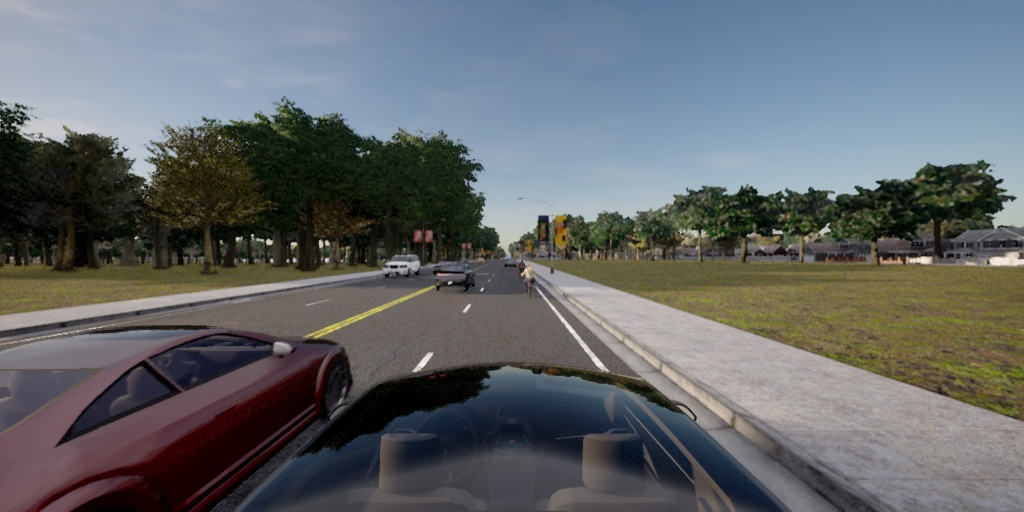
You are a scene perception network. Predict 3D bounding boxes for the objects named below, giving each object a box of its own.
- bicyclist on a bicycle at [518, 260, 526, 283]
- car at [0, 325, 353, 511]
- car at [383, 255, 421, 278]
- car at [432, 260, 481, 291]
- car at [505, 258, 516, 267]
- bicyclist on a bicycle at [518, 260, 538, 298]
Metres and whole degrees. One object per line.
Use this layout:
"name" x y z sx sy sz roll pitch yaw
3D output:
"bicyclist on a bicycle" 0.750 1.149 26.956 0.582 1.620 1.656 0 0 0
"car" -3.155 1.310 3.211 1.994 1.385 4.181 0 0 0
"car" -10.027 0.906 33.091 2.150 2.045 5.566 0 0 0
"car" -3.260 1.198 21.233 2.128 1.511 4.902 0 0 0
"car" -0.245 1.201 61.834 1.994 1.385 4.181 0 0 0
"bicyclist on a bicycle" 0.827 1.152 17.125 0.866 1.612 1.509 0 0 -1
